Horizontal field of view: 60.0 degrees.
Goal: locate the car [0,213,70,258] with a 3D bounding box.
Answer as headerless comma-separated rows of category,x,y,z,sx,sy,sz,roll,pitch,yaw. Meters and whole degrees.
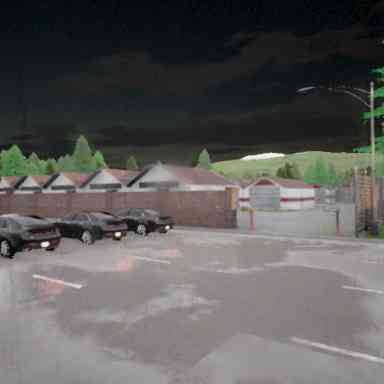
car,-7.312,1.663,13.515,4.892,1.490,1.837,0,0,36

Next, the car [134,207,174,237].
car,-3.286,1.663,19.241,4.892,1.490,1.837,0,0,36

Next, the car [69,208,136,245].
car,-5.299,1.663,16.378,4.892,1.490,1.837,0,0,36
